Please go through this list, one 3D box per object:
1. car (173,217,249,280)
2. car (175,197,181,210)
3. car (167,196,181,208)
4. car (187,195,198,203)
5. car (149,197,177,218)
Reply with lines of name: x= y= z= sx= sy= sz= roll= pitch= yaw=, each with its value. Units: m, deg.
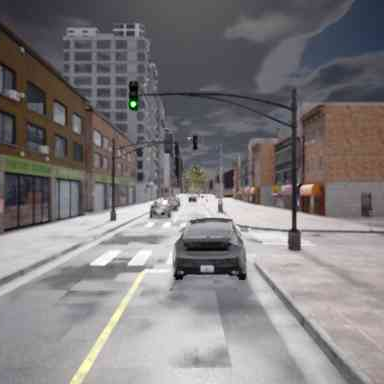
car: x=0.618 y=1.523 z=9.933 sx=1.837 sy=1.490 sz=4.892 roll=-2 pitch=-1 yaw=7
car: x=-2.781 y=1.363 z=40.560 sx=2.097 sy=1.767 sz=4.553 roll=0 pitch=0 yaw=0
car: x=-2.752 y=1.485 z=50.825 sx=1.882 sy=1.535 sz=5.008 roll=0 pitch=0 yaw=0
car: x=0.129 y=1.491 z=70.536 sx=1.837 sy=1.490 sz=4.892 roll=0 pitch=0 yaw=0
car: x=-2.804 y=1.502 z=30.555 sx=2.128 sy=1.511 sz=4.902 roll=0 pitch=0 yaw=-1
